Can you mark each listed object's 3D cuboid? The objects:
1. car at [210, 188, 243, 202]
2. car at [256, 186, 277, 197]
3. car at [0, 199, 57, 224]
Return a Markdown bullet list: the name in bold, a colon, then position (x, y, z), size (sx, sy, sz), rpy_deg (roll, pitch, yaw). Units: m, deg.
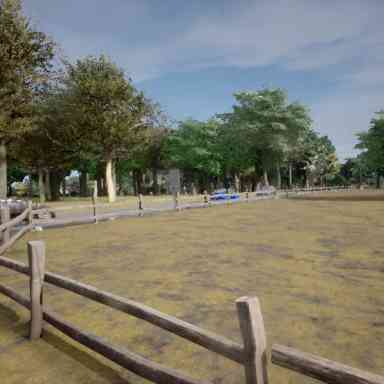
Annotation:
- **car**: position (3.844, 0.343, 36.855), size (1.882, 1.535, 5.008), rpy_deg (-3, 0, 35)
- **car**: position (12.285, -0.212, 54.776), size (2.097, 1.767, 4.553), rpy_deg (-3, 0, 35)
- **car**: position (-9.736, 1.104, 17.739), size (2.128, 1.511, 4.902), rpy_deg (-3, 0, 35)
